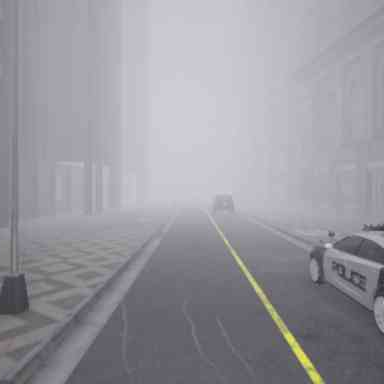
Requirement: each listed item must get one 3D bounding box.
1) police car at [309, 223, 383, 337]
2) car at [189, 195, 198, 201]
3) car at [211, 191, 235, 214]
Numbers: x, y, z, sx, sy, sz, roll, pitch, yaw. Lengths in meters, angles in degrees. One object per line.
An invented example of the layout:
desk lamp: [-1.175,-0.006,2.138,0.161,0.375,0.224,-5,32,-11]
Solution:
police car: [3.925,1.453,6.722,1.930,1.638,5.238,0,0,0]
car: [0.415,1.373,77.334,1.882,1.535,5.008,0,0,0]
car: [3.257,1.257,35.482,2.150,2.045,5.566,0,0,1]
